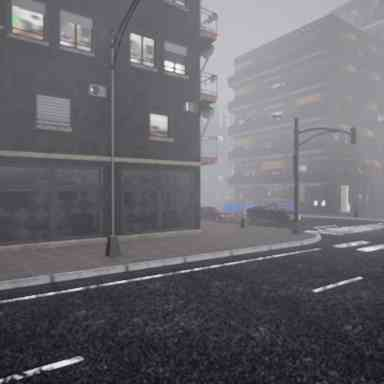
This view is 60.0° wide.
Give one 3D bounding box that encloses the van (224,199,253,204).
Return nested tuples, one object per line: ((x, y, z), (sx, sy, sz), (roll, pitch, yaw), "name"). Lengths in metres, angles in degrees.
((5.263, 1.687, 38.164), (1.690, 1.788, 3.998), (-1, 0, -36), "van")

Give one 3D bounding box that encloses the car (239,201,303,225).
((6.528, 1.725, 26.719), (2.128, 1.511, 4.902), (0, -1, -37), "car")

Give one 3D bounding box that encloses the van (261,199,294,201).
((8.584, 1.613, 33.652), (1.690, 1.788, 3.998), (-1, 0, -36), "van")

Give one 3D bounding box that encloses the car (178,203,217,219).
((0.525, 1.930, 34.868), (1.994, 1.385, 4.181), (0, -1, -36), "car")

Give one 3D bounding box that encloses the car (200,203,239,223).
((1.850, 1.882, 28.726), (1.802, 1.307, 4.206), (-1, 0, -36), "car")
